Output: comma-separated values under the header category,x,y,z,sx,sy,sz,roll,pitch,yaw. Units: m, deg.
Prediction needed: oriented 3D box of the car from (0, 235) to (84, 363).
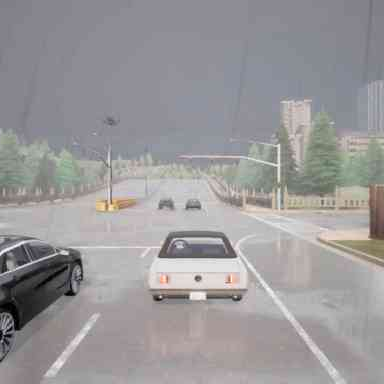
category,x,y,z,sx,sy,sz,roll,pitch,yaw
car,-3.389,1.492,5.732,2.128,1.511,4.902,0,0,0

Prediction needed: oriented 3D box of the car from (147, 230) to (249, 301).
category,x,y,z,sx,sy,sz,roll,pitch,yaw
car,0.115,1.601,8.268,1.895,1.301,4.718,0,0,0

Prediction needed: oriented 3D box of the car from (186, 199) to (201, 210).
category,x,y,z,sx,sy,sz,roll,pitch,yaw
car,0.184,1.564,43.891,1.994,1.385,4.181,0,0,0

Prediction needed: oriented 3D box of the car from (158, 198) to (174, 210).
category,x,y,z,sx,sy,sz,roll,pitch,yaw
car,-3.318,1.505,43.747,1.837,1.490,4.892,0,0,0
